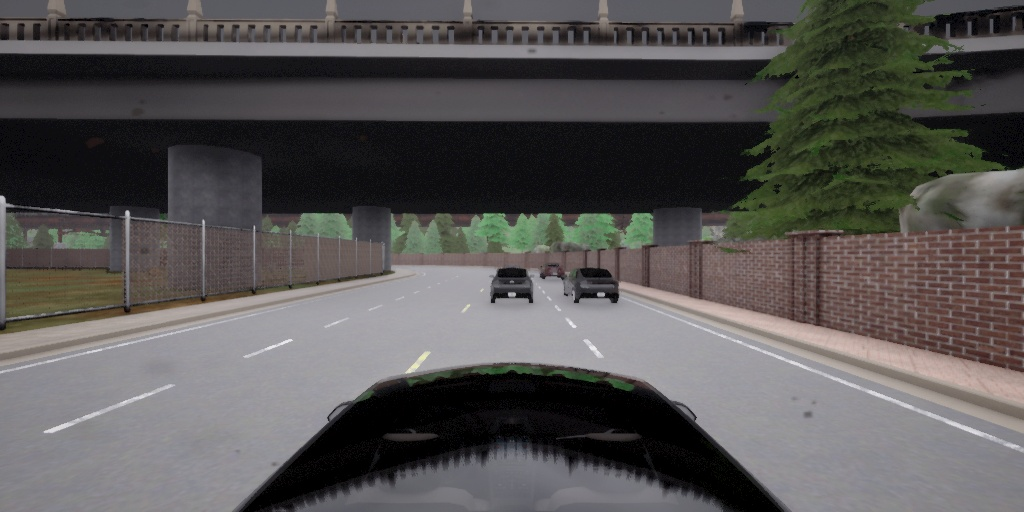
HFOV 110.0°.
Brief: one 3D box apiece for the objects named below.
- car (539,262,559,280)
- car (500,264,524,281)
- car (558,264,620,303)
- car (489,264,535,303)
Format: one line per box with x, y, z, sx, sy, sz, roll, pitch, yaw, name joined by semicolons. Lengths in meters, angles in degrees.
3.500;1.283;31.500;1.812;1.442;4.674;0;0;0;car
0.000;1.366;31.530;1.895;1.301;4.718;0;0;0;car
3.500;1.266;16.500;1.837;1.490;4.892;0;0;0;car
0.000;1.266;16.500;1.837;1.490;4.892;0;0;0;car
